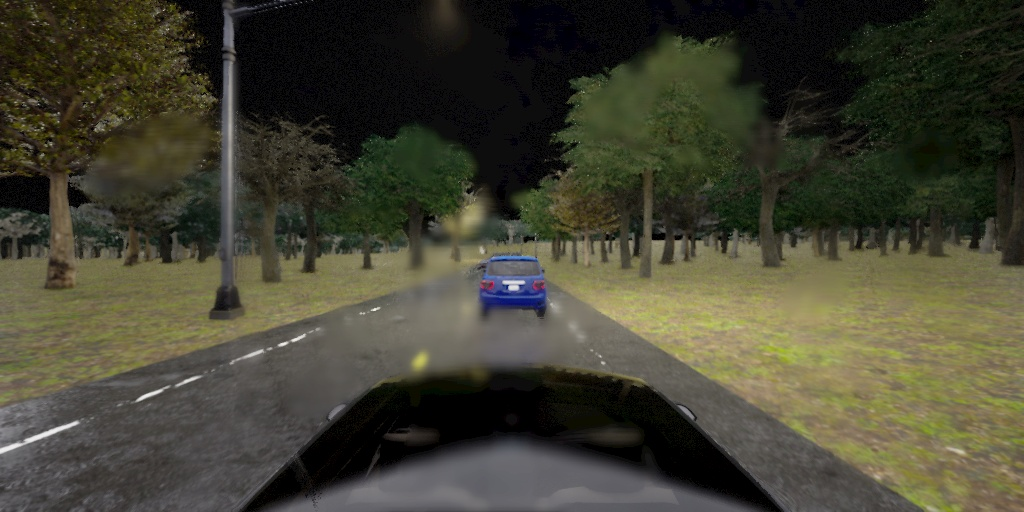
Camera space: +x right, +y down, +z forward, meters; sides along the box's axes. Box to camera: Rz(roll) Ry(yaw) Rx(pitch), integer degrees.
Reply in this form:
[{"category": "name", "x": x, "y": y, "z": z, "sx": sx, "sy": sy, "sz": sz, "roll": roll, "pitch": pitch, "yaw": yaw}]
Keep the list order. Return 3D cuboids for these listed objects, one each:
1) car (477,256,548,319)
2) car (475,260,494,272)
[{"category": "car", "x": 0.063, "y": 1.027, "z": 13.228, "sx": 2.150, "sy": 2.045, "sz": 5.566, "roll": 0, "pitch": 0, "yaw": 0}, {"category": "car", "x": -3.630, "y": 1.245, "z": 48.253, "sx": 2.033, "sy": 1.411, "sz": 5.357, "roll": 0, "pitch": 1, "yaw": 0}]
